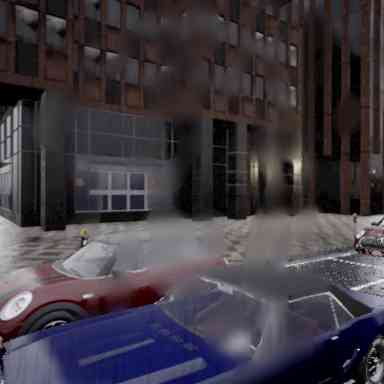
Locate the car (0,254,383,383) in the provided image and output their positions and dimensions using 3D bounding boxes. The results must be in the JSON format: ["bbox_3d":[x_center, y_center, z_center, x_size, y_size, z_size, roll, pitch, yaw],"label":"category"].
[{"bbox_3d":[0.469,1.613,3.711,4.718,1.301,1.895,0,0,-35],"label":"car"}]

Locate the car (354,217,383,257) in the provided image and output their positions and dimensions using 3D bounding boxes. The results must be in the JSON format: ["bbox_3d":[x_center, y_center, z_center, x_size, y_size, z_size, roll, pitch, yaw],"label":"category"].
[{"bbox_3d":[7.727,1.501,12.144,4.097,1.590,1.967,0,0,-35],"label":"car"}]

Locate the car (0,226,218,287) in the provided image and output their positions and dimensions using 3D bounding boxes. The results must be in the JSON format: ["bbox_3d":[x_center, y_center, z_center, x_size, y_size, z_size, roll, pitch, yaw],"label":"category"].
[{"bbox_3d":[-1.274,1.451,5.737,4.097,1.590,1.967,0,0,-35],"label":"car"}]
